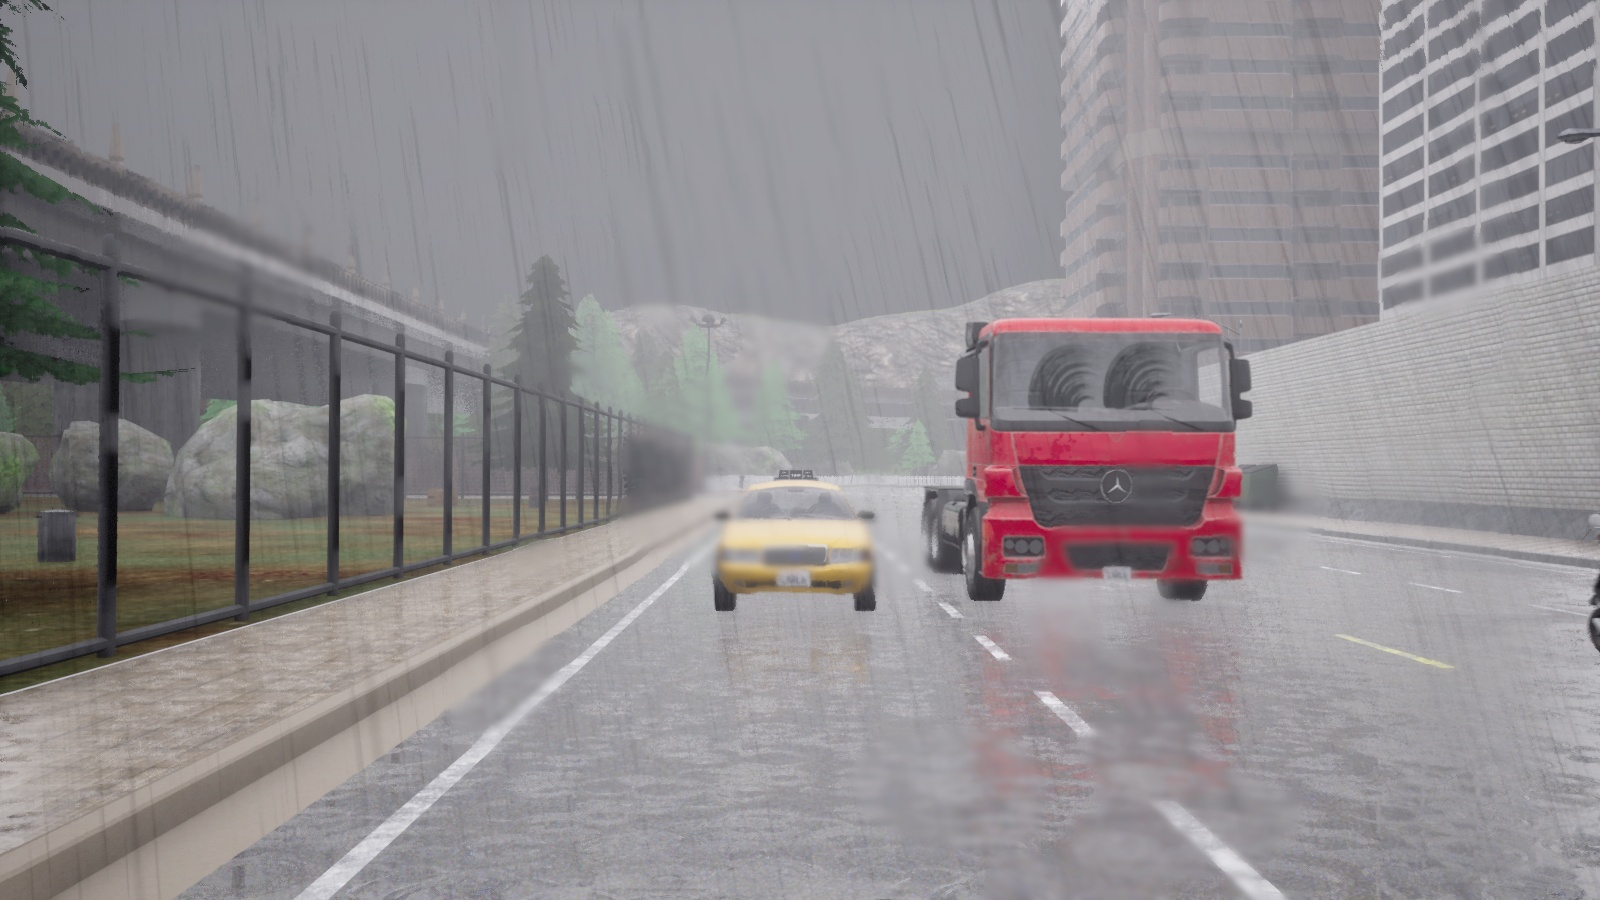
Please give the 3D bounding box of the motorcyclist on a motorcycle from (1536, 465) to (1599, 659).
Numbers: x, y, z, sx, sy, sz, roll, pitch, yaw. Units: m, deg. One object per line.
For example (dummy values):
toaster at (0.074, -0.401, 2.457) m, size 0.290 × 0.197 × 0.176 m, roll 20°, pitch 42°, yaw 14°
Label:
motorcyclist on a motorcycle at (6.970, 0.911, 10.216) m, size 0.866 × 1.590 × 1.817 m, roll 0°, pitch -1°, yaw 0°

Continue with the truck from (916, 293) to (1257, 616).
truck at (3.446, 0.112, 17.485) m, size 2.891 × 3.462 × 7.936 m, roll 0°, pitch -1°, yaw 0°

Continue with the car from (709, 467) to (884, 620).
car at (-0.045, 1.017, 15.693) m, size 1.801 × 1.575 × 5.366 m, roll 0°, pitch -1°, yaw 0°
